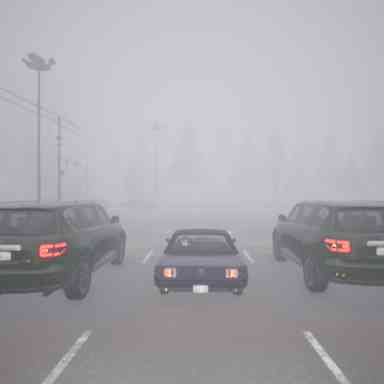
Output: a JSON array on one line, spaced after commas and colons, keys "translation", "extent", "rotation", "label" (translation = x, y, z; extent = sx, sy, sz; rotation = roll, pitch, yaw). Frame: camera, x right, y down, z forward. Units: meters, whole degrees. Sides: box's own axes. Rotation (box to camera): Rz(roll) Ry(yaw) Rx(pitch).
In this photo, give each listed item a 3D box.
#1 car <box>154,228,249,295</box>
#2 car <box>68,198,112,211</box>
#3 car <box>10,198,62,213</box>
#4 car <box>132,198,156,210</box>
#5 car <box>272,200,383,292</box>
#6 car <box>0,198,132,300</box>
[{"translation": [0.233, 1.603, 8.707], "extent": [1.895, 1.301, 4.718], "rotation": [0, 0, 2], "label": "car"}, {"translation": [-12.349, 1.512, 40.439], "extent": [4.892, 1.490, 1.837], "rotation": [0, -1, 15], "label": "car"}, {"translation": [-17.622, 1.498, 37.751], "extent": [4.902, 1.511, 2.128], "rotation": [0, 0, 6], "label": "car"}, {"translation": [-7.029, 1.513, 42.369], "extent": [4.892, 1.490, 1.837], "rotation": [0, -1, 22], "label": "car"}, {"translation": [3.740, 1.223, 9.015], "extent": [2.150, 2.045, 5.566], "rotation": [0, 0, 1], "label": "car"}, {"translation": [-3.274, 1.223, 8.553], "extent": [2.150, 2.045, 5.566], "rotation": [0, 0, 2], "label": "car"}]
